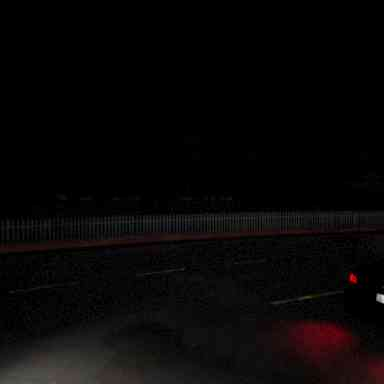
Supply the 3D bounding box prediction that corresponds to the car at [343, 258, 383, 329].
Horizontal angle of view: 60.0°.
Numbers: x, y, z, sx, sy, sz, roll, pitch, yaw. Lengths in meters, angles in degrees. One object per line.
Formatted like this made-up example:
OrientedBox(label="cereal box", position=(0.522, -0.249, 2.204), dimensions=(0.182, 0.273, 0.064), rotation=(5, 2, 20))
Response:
OrientedBox(label="car", position=(4.706, 1.564, 5.724), dimensions=(4.181, 1.385, 1.994), rotation=(0, 0, -24))
